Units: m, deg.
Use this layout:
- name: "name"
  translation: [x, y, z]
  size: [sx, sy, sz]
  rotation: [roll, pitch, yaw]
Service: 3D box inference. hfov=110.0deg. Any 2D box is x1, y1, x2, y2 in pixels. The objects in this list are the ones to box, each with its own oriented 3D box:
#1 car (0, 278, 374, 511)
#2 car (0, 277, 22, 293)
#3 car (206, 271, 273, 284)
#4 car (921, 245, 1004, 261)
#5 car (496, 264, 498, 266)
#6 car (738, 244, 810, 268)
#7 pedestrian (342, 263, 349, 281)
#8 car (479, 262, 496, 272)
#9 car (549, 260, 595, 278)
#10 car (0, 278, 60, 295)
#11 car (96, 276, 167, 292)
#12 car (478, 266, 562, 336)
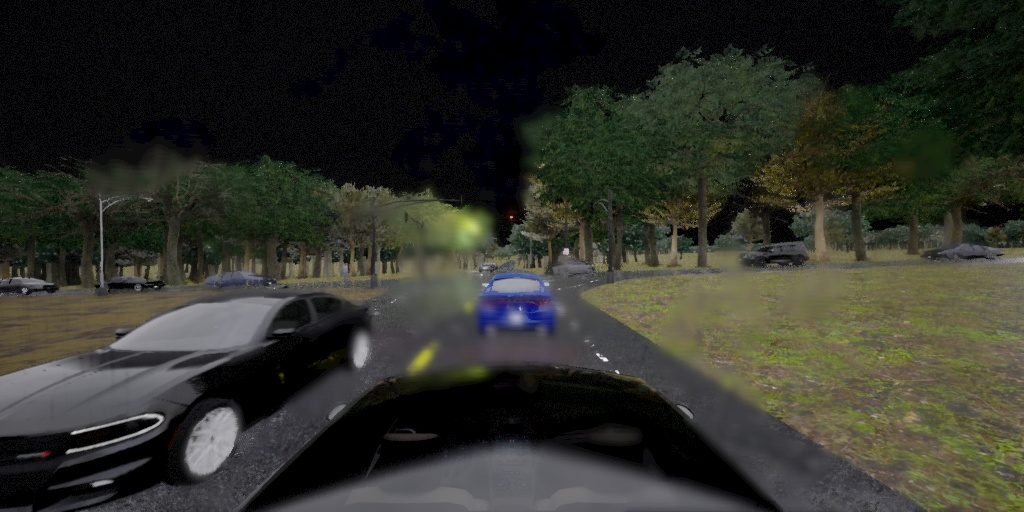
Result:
- name: "car"
  translation: [-3.580, 1.229, 4.839]
  size: [1.882, 1.535, 5.008]
  rotation: [0, 0, 0]
- name: "car"
  translation: [-53.076, 2.980, 36.131]
  size: [5.008, 1.535, 1.882]
  rotation: [-2, -1, 2]
- name: "car"
  translation: [-23.426, 2.049, 31.078]
  size: [5.357, 1.411, 2.033]
  rotation: [-2, -1, 6]
- name: "car"
  translation: [40.076, -0.303, 31.963]
  size: [5.357, 1.411, 2.033]
  rotation: [-2, -1, 3]
- name: "car"
  translation: [-3.994, 1.847, 62.948]
  size: [2.128, 1.511, 4.902]
  rotation: [0, -1, 0]
- name: "car"
  translation: [23.830, -0.001, 32.676]
  size: [5.566, 2.045, 2.150]
  rotation: [-2, -1, 2]
- name: "pedestrian"
  translation: [-17.861, 1.681, 38.404]
  size: [0.375, 1.860, 0.375]
  rotation: [0, 1, 3]
- name: "car"
  translation: [-3.867, 1.679, 53.561]
  size: [2.128, 1.511, 4.902]
  rotation: [0, -1, -1]
- name: "car"
  translation: [4.932, 1.059, 30.505]
  size: [4.181, 1.385, 1.994]
  rotation: [-2, -1, -25]
- name: "car"
  translation: [-43.512, 2.674, 31.996]
  size: [4.892, 1.490, 1.837]
  rotation: [-2, -1, 3]
- name: "car"
  translation: [-33.348, 2.439, 31.511]
  size: [4.718, 1.301, 1.895]
  rotation: [-2, -1, 3]
- name: "car"
  translation: [0.140, 1.233, 10.444]
  size: [1.882, 1.535, 5.008]
  rotation: [0, 0, 1]
